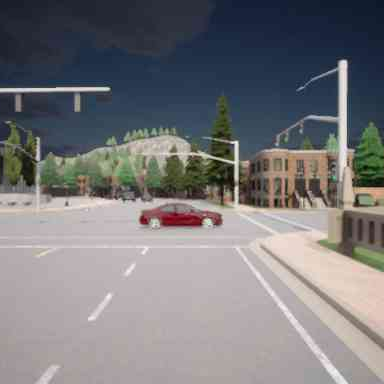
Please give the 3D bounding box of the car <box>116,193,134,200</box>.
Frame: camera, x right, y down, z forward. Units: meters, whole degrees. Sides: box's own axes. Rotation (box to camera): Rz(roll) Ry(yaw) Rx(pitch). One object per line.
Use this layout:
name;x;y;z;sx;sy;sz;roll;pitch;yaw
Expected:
car;-15.677;1.084;77.578;1.882;1.535;5.008;0;0;-38

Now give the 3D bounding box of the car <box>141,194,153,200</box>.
car;-8.612;1.189;63.625;1.837;1.490;4.892;1;0;-16

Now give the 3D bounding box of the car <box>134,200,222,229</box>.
car;-0.689;1.407;20.045;5.008;1.535;1.882;0;0;0

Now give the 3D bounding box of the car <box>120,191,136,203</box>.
car;-11.637;0.917;61.585;2.150;2.045;5.566;0;0;-15

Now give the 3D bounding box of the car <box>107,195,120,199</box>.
car;-18.692;1.161;75.752;2.033;1.411;5.357;0;0;-38
